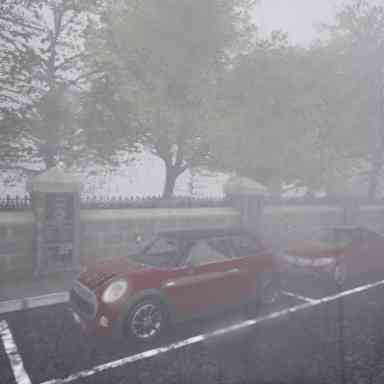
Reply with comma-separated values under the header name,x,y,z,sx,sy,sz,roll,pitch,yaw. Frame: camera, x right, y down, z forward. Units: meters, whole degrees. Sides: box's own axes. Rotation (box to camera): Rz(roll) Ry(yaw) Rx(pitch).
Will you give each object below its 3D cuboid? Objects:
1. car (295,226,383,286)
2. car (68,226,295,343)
name,x,y,z,sx,sy,sz,roll,pitch,yaw
car,4.317,1.670,9.640,4.206,1.307,1.802,1,0,-36
car,-0.189,1.474,6.422,4.097,1.590,1.967,1,0,-36
